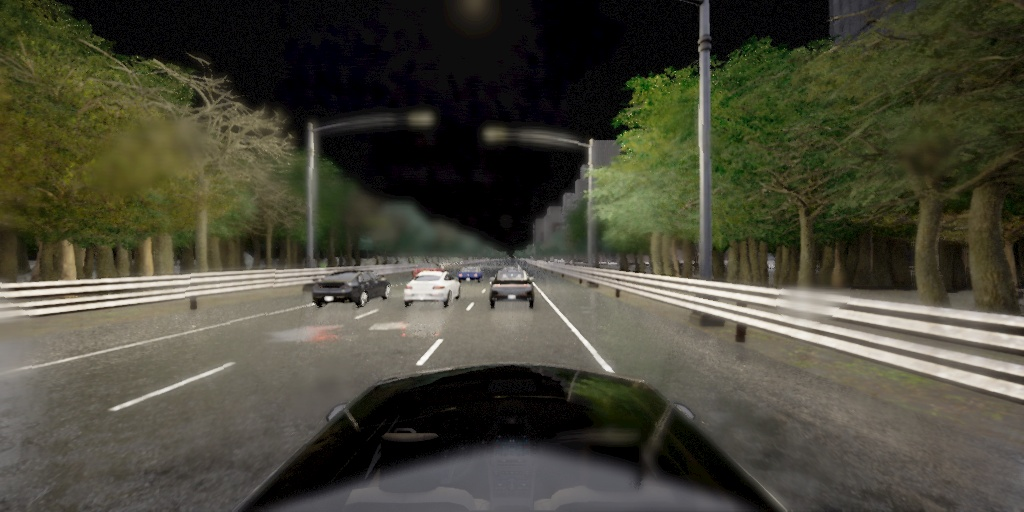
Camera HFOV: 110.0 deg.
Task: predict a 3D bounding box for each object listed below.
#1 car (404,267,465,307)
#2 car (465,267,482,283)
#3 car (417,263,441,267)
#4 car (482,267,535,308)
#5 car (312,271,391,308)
[{"bbox_3d":[-3.498,1.406,16.226,1.812,1.442,4.674,0,0,0],"label":"car"},{"bbox_3d":[-3.505,1.605,30.946,1.895,1.301,4.718,0,0,0],"label":"car"},{"bbox_3d":[-7.003,1.354,30.910,2.097,1.767,4.553,0,-1,0],"label":"car"},{"bbox_3d":[0.001,1.372,16.143,2.128,1.511,4.902,0,0,0],"label":"car"},{"bbox_3d":[-6.999,1.387,16.138,1.837,1.490,4.892,0,0,0],"label":"car"}]
